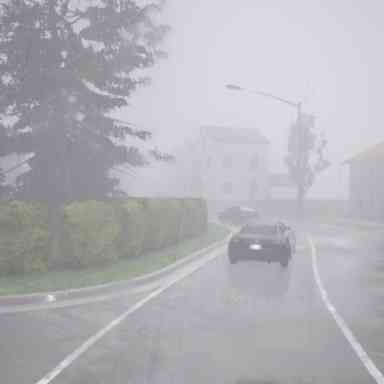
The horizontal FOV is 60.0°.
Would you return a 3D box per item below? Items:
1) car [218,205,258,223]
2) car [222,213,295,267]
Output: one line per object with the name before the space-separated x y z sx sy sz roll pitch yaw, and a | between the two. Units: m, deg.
car | 3.662 1.779 26.111 1.812 1.442 4.674 0 0 -18
car | 2.656 1.683 12.167 1.994 1.385 4.181 0 0 20
